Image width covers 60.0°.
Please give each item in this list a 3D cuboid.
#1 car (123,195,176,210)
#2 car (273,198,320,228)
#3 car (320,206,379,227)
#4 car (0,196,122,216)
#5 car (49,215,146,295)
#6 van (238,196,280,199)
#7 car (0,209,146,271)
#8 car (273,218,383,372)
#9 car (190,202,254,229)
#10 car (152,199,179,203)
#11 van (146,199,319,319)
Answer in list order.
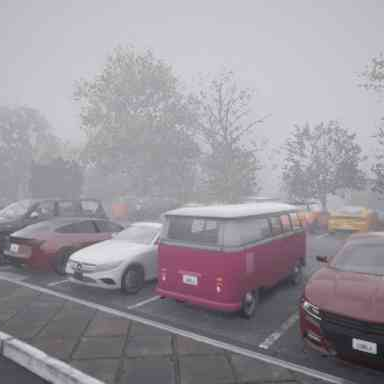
[{"bbox_3d":[-2.291,1.258,26.047,2.435,2.045,5.566,-1,0,36],"label":"car"},{"bbox_3d":[6.675,1.365,19.542,2.185,1.767,4.553,0,0,36],"label":"car"},{"bbox_3d":[8.840,1.488,18.021,2.097,1.535,5.008,0,0,36],"label":"car"},{"bbox_3d":[-5.620,1.246,12.268,2.435,2.045,5.566,0,0,36],"label":"car"},{"bbox_3d":[-1.090,1.531,9.057,2.002,1.452,4.674,0,0,36],"label":"car"},{"bbox_3d":[4.511,1.268,21.277,1.878,1.987,4.442,0,0,36],"label":"van"},{"bbox_3d":[-3.330,1.524,10.696,2.163,1.488,4.792,0,0,36],"label":"car"},{"bbox_3d":[3.423,1.485,5.822,2.097,1.535,5.008,0,0,36],"label":"car"},{"bbox_3d":[2.188,1.497,22.792,2.231,1.521,4.892,0,0,36],"label":"car"},{"bbox_3d":[-0.165,1.498,24.259,1.946,1.575,5.366,0,0,36],"label":"car"},{"bbox_3d":[1.232,1.263,7.531,1.878,1.987,4.442,0,0,36],"label":"van"}]
